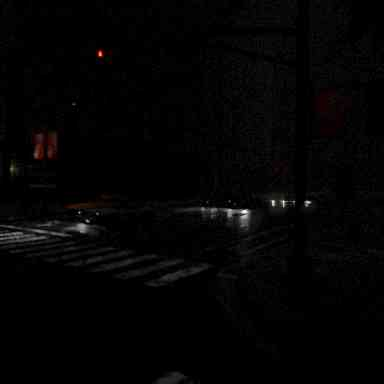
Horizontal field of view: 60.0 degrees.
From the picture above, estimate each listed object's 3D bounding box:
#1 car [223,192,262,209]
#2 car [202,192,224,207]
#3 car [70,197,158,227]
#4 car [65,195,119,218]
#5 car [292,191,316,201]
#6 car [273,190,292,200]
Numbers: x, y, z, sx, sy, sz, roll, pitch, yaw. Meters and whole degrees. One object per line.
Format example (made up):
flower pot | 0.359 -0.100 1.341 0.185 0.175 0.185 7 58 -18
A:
car | 5.242 0.815 32.329 1.812 1.442 4.674 1 2 35
car | 2.917 0.722 34.688 2.128 1.511 4.902 1 2 35
car | -4.167 1.154 18.976 1.895 1.301 4.718 1 2 34
car | -5.981 0.958 22.066 1.882 1.535 5.008 1 2 34
car | 16.494 0.580 48.152 1.994 1.385 4.181 1 1 35
car | 13.838 0.458 50.022 1.882 1.535 5.008 1 1 35
